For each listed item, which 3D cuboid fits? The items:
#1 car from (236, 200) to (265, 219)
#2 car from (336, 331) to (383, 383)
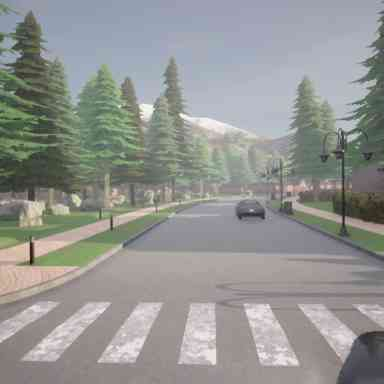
[{"bbox_3d":[4.468,1.281,25.930,1.994,1.385,4.181,-1,1,5],"label":"car"},{"bbox_3d":[3.503,1.524,1.537,5.357,1.411,2.033,-1,1,34],"label":"car"}]
